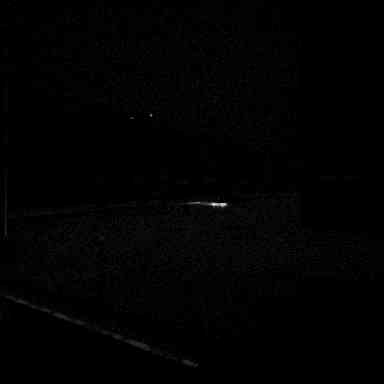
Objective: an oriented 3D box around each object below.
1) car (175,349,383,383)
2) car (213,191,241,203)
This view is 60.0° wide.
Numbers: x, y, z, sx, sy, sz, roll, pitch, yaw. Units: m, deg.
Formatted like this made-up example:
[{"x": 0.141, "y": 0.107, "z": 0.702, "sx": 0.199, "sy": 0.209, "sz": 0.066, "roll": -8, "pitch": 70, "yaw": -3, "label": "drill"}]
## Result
[{"x": 1.639, "y": 1.582, "z": 1.637, "sx": 4.206, "sy": 1.307, "sz": 1.802, "roll": 0, "pitch": 0, "yaw": 35, "label": "car"}, {"x": 4.276, "y": 0.572, "z": 40.714, "sx": 1.994, "sy": 1.385, "sz": 4.181, "roll": 0, "pitch": 2, "yaw": 36, "label": "car"}]
